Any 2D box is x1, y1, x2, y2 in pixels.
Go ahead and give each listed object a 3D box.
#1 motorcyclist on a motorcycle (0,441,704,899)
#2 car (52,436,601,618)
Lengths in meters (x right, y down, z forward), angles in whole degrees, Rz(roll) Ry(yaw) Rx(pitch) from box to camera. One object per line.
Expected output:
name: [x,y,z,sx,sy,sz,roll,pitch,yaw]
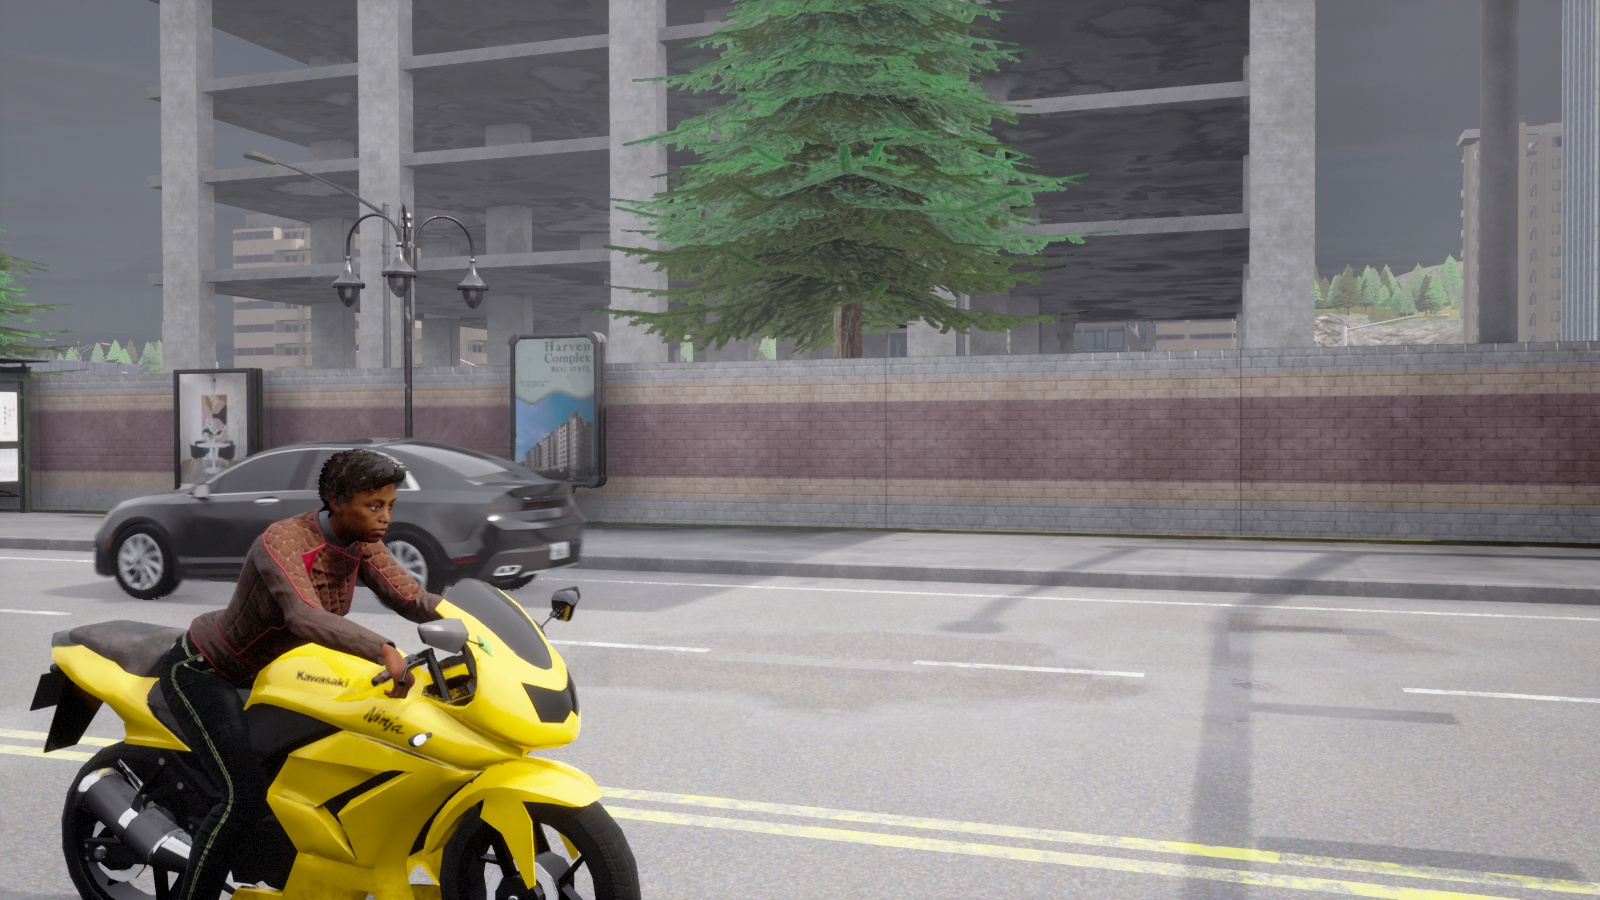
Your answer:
motorcyclist on a motorcycle: [-1.380,0.745,3.657,2.044,1.523,0.797,1,1,19]
car: [-4.541,0.621,12.102,4.892,1.490,1.837,1,1,19]
